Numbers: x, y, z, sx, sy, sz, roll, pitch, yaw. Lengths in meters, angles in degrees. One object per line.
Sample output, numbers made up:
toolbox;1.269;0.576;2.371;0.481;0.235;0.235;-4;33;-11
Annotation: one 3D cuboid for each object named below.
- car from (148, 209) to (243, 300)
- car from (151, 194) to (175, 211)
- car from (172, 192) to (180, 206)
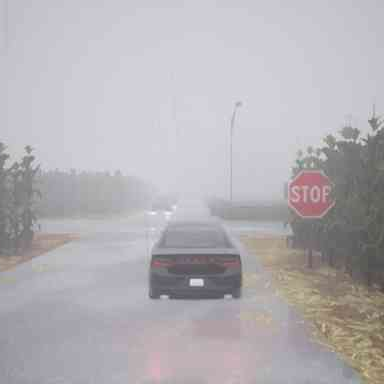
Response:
car;0.038;1.425;8.378;1.882;1.535;5.008;0;1;-1
car;-3.197;1.240;35.699;1.837;1.490;4.892;0;0;0
car;-3.190;1.050;48.086;2.097;1.767;4.553;0;0;0
